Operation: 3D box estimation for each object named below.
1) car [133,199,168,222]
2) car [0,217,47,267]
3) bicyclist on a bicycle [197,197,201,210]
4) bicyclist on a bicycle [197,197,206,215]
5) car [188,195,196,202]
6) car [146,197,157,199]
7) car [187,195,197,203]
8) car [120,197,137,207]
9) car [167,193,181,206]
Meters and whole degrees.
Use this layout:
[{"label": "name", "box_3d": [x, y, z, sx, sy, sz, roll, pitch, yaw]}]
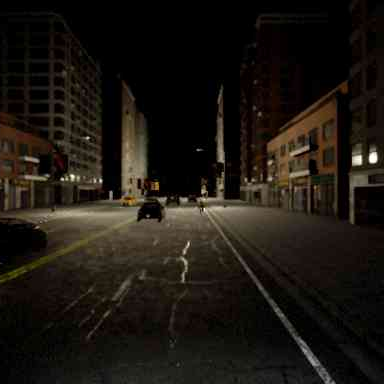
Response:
[{"label": "car", "box_3d": [-3.154, 1.526, 26.226, 1.812, 1.442, 4.674, 0, 0, 0]}, {"label": "car", "box_3d": [-6.601, 1.564, 11.176, 1.994, 1.385, 4.181, 0, 0, 0]}, {"label": "bicyclist on a bicycle", "box_3d": [0.888, 1.455, 42.361, 0.582, 1.620, 1.656, 0, 0, 0]}, {"label": "bicyclist on a bicycle", "box_3d": [0.899, 1.438, 32.264, 0.866, 1.612, 1.509, 0, -1, 0]}, {"label": "car", "box_3d": [-0.010, 1.534, 80.735, 1.812, 1.442, 4.674, 0, 0, 0]}, {"label": "car", "box_3d": [-6.561, 1.494, 53.647, 2.128, 1.511, 4.902, 0, 0, 0]}, {"label": "car", "box_3d": [0.019, 1.504, 69.522, 2.128, 1.511, 4.902, 0, 0, 0]}, {"label": "car", "box_3d": [-9.813, 1.480, 51.690, 1.882, 1.535, 5.008, 0, 0, 0]}, {"label": "car", "box_3d": [-3.157, 1.225, 56.560, 2.150, 2.045, 5.566, 0, 0, 0]}]
